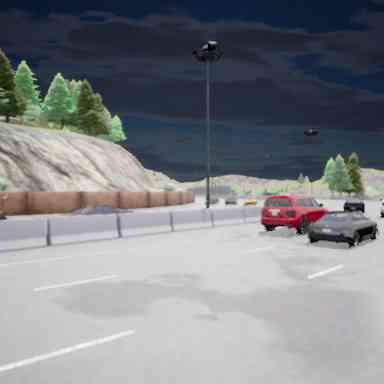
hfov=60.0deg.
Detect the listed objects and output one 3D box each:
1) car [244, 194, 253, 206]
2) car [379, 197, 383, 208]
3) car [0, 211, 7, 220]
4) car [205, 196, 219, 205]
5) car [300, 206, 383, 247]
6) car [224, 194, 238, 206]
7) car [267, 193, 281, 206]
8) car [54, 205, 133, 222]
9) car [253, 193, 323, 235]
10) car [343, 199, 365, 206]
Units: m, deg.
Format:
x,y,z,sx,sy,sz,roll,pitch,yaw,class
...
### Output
x,y,z,sx,sy,sz,roll,pitch,yaw,class
9.635,1.494,53.920,1.882,1.535,5.008,0,0,16,car
18.255,1.179,29.950,2.150,2.045,5.566,0,0,31,car
-13.949,1.583,20.005,4.892,1.490,1.837,0,0,-38,car
3.617,1.536,58.423,2.128,1.511,4.902,0,0,14,car
6.937,1.552,15.120,1.994,1.385,4.181,0,0,44,car
6.718,1.535,56.415,1.837,1.490,4.892,0,0,15,car
13.874,1.222,56.081,2.150,2.045,5.566,0,0,14,car
-6.336,1.596,21.730,5.357,1.411,2.033,0,0,-43,car
6.081,1.217,19.238,2.150,2.045,5.566,0,0,42,car
17.090,1.444,35.047,1.882,1.535,5.008,0,0,28,car
